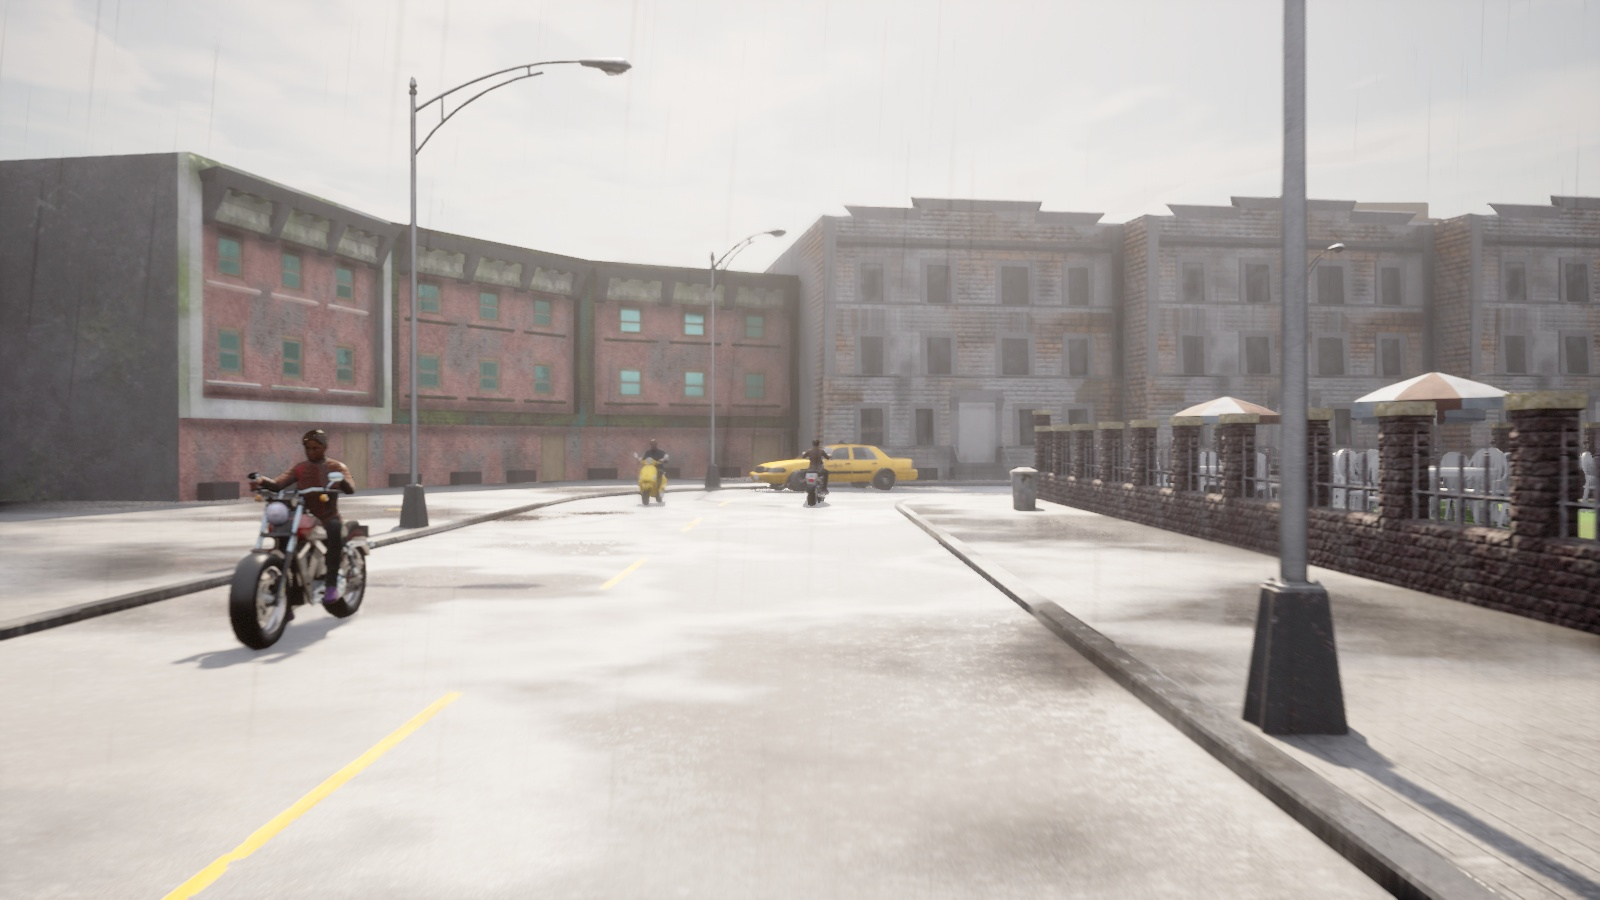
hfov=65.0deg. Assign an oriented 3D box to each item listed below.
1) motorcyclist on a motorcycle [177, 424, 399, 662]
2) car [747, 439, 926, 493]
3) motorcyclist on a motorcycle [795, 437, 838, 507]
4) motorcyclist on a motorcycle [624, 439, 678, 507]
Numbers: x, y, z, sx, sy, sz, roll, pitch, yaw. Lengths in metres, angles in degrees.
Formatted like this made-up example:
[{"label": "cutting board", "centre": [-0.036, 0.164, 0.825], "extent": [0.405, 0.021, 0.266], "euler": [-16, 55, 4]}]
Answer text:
[{"label": "motorcyclist on a motorcycle", "centre": [-3.927, 0.638, 9.885], "extent": [0.766, 1.649, 2.350], "euler": [0, 0, 0]}, {"label": "car", "centre": [1.178, 0.467, 39.318], "extent": [5.366, 1.575, 1.801], "euler": [0, 1, -26]}, {"label": "motorcyclist on a motorcycle", "centre": [0.419, 0.524, 30.876], "extent": [0.766, 1.649, 2.350], "euler": [1, 0, 7]}, {"label": "motorcyclist on a motorcycle", "centre": [-3.585, 0.527, 30.351], "extent": [0.866, 1.590, 1.817], "euler": [1, 0, 7]}]
